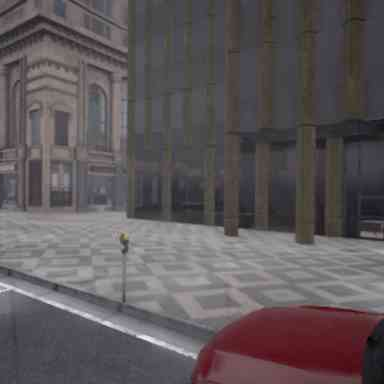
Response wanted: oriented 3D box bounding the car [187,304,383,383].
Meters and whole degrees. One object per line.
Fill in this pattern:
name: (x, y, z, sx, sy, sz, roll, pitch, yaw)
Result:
car: (2.202, 1.333, 1.393, 5.009, 1.841, 2.192, 1, 0, 36)
